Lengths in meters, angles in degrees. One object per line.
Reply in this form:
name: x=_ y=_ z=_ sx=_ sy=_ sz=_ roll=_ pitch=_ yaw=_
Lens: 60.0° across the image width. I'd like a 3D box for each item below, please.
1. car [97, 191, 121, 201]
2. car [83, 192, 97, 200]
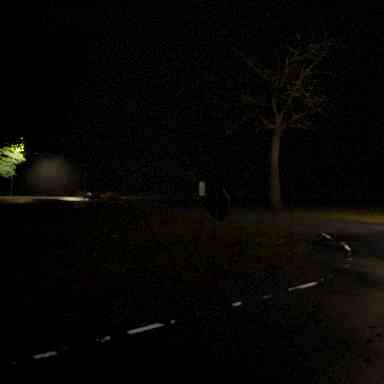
car: x=-13.058 y=0.655 z=53.226 sx=1.882 sy=1.535 sz=5.008 roll=2 pitch=-1 yaw=-35
car: x=-18.131 y=0.688 z=60.189 sx=2.033 sy=1.411 sz=5.357 roll=2 pitch=-1 yaw=-36
